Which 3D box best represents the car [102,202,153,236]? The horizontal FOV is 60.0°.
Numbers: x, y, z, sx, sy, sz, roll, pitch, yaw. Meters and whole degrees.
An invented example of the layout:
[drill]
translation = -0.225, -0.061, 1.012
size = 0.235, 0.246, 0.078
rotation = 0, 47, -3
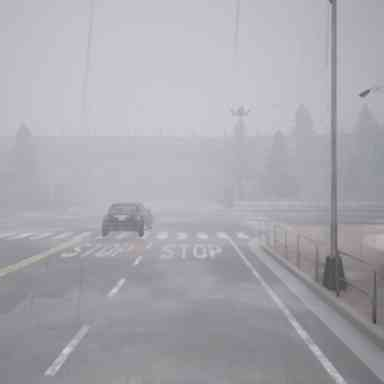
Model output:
[car]
translation = -3.403, 1.307, 18.248
size = 2.097, 1.767, 4.553
rotation = 0, 0, 0
